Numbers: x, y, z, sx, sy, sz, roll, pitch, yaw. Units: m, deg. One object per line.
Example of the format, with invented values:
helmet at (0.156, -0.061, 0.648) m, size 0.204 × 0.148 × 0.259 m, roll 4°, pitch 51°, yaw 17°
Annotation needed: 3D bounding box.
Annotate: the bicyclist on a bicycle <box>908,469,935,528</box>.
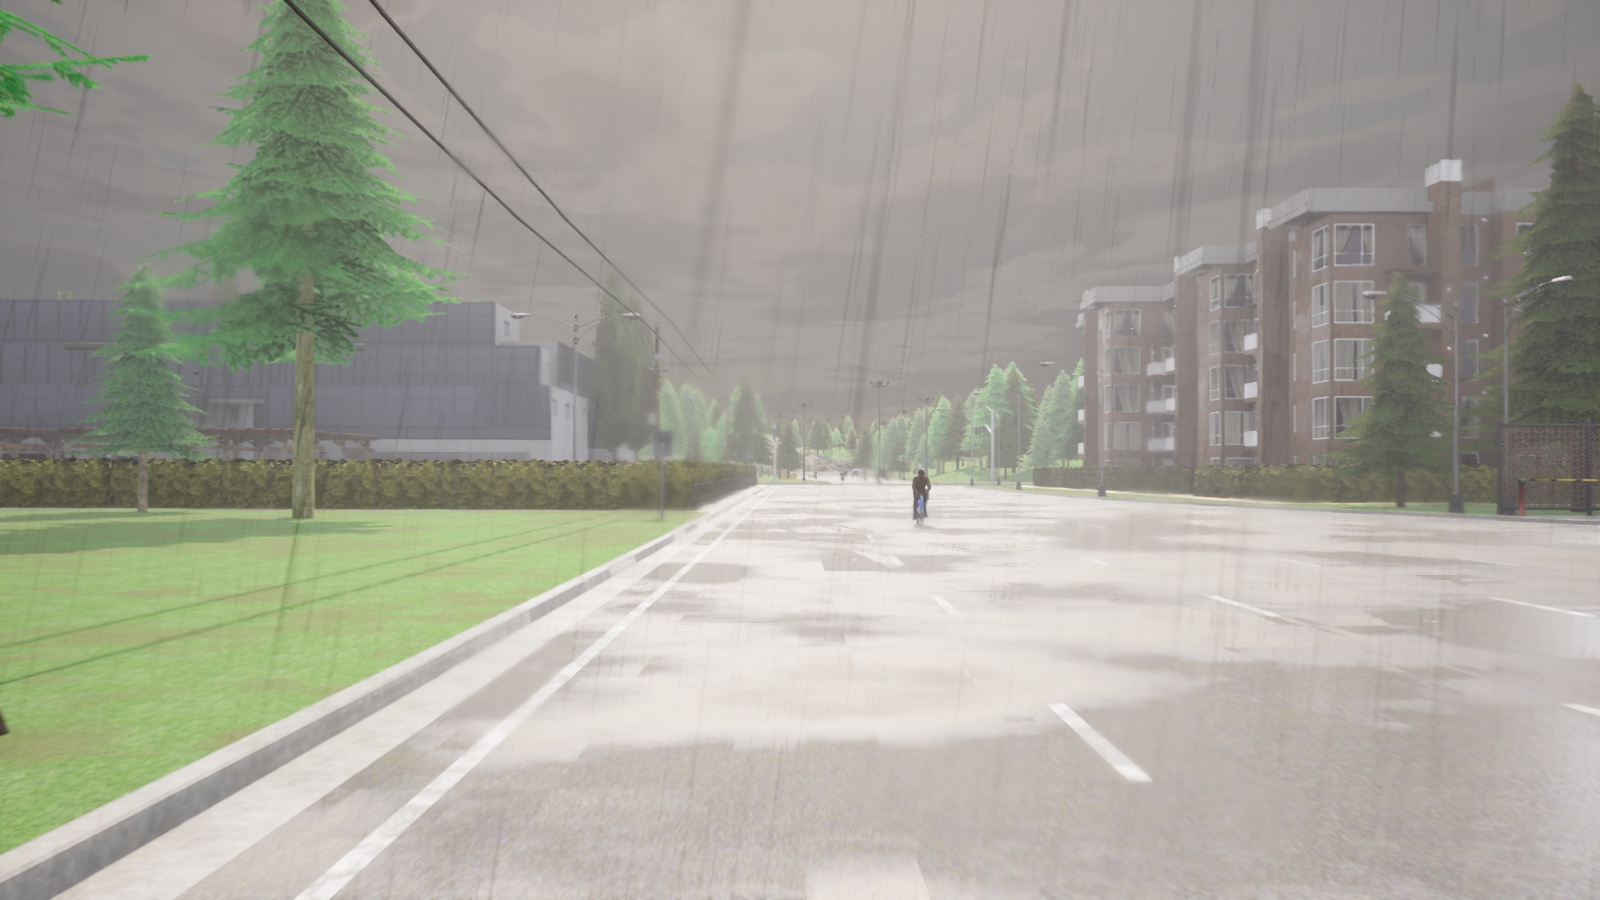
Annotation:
bicyclist on a bicycle at (3.415, 1.346, 35.398) m, size 0.582 × 1.620 × 1.656 m, roll 0°, pitch -1°, yaw 0°
